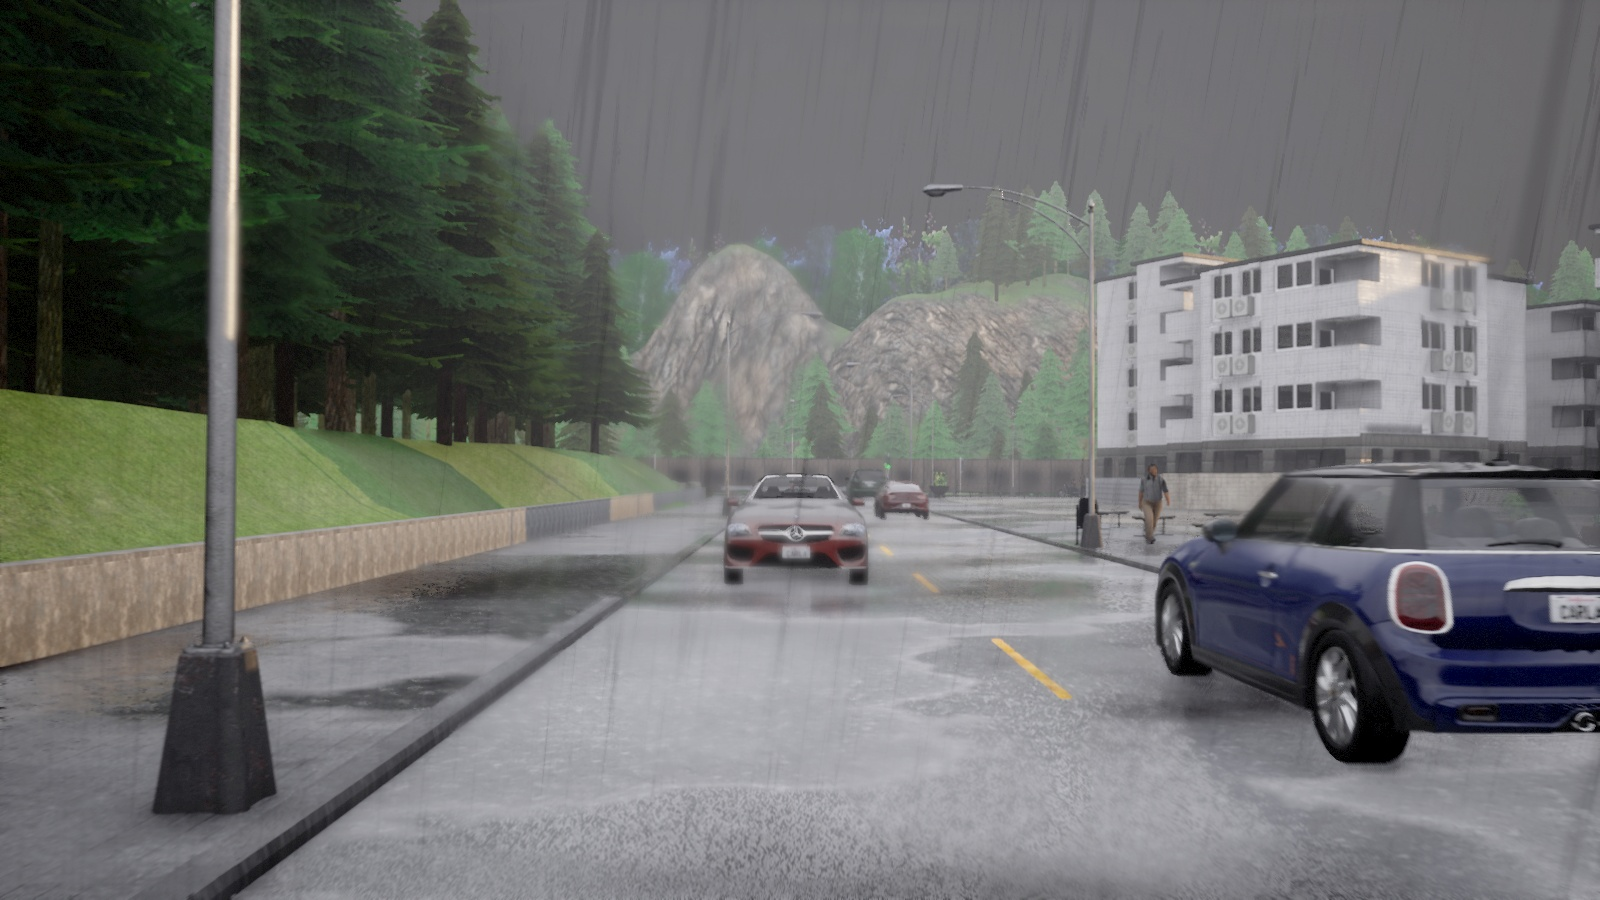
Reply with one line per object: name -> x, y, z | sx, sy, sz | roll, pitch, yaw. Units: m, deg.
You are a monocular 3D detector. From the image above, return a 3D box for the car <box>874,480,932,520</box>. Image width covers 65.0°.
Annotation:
car -> 3.884, 1.877, 47.957 | 1.812, 1.442, 4.674 | 0, -1, 0

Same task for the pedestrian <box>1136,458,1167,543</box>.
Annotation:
pedestrian -> 7.751, 1.105, 27.712 | 0.540, 1.848, 0.694 | 0, -1, 6

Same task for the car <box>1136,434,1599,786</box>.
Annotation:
car -> 3.978, 0.853, 8.618 | 2.097, 1.767, 4.553 | 0, -1, 0

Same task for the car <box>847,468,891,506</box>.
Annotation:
car -> 3.827, 2.069, 70.839 | 2.150, 2.045, 5.566 | 0, -1, 0

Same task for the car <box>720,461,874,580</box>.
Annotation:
car -> -0.051, 1.039, 20.081 | 2.152, 1.651, 5.027 | 0, -1, 0
